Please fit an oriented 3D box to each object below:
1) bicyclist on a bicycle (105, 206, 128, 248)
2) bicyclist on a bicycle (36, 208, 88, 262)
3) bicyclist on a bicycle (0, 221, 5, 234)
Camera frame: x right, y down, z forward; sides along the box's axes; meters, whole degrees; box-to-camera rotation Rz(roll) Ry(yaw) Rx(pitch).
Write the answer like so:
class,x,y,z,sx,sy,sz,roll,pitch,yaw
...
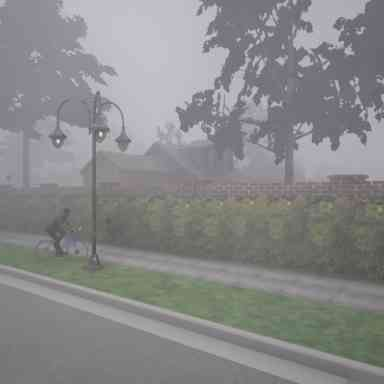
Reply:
class,x,y,z,sx,sy,sz,roll,pitch,yaw
bicyclist on a bicycle,-2.755,1.282,12.273,0.582,1.656,1.620,-13,-11,9
bicyclist on a bicycle,-3.896,1.305,9.951,1.656,1.620,0.582,0,0,5
bicyclist on a bicycle,-9.997,1.312,16.212,1.656,1.620,0.582,-1,-3,-12
